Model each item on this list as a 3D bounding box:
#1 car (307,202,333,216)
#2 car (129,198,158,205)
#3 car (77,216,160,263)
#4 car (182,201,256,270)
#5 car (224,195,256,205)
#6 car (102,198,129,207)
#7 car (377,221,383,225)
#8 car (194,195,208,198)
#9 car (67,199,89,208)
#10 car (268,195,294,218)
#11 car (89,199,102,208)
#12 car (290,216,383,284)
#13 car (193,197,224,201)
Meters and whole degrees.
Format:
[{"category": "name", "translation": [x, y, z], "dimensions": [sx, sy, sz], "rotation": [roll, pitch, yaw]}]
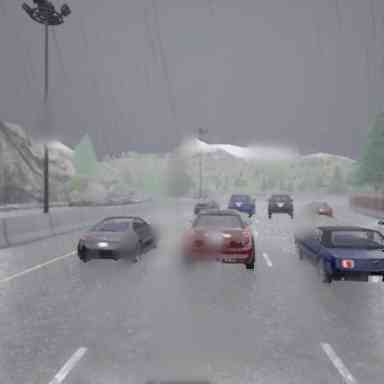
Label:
[{"category": "car", "translation": [12.101, 1.597, 31.585], "dimensions": [1.994, 1.385, 4.181], "rotation": [0, 0, 16]}, {"category": "car", "translation": [-6.092, 1.536, 44.341], "dimensions": [1.837, 1.490, 4.892], "rotation": [0, -1, 19]}, {"category": "car", "translation": [-2.472, 1.572, 12.123], "dimensions": [1.994, 1.385, 4.181], "rotation": [0, 0, 7]}, {"category": "car", "translation": [0.964, 1.361, 11.350], "dimensions": [2.097, 1.767, 4.553], "rotation": [0, 0, 6]}, {"category": "car", "translation": [4.783, 1.250, 31.501], "dimensions": [2.150, 2.045, 5.566], "rotation": [0, 0, 15]}, {"category": "car", "translation": [-9.506, 1.574, 45.326], "dimensions": [2.033, 1.411, 5.357], "rotation": [0, 0, 18]}, {"category": "car", "translation": [8.134, 1.541, 12.319], "dimensions": [1.812, 1.442, 4.674], "rotation": [0, 0, 8]}, {"category": "car", "translation": [2.391, 1.421, 85.473], "dimensions": [2.033, 1.411, 5.357], "rotation": [0, 0, 32]}, {"category": "car", "translation": [-15.874, 1.625, 48.235], "dimensions": [1.895, 1.301, 4.718], "rotation": [0, 0, 19]}, {"category": "car", "translation": [8.248, 1.252, 30.921], "dimensions": [2.150, 2.045, 5.566], "rotation": [0, 0, 15]}, {"category": "car", "translation": [-12.332, 1.591, 47.685], "dimensions": [1.994, 1.385, 4.181], "rotation": [0, 0, 19]}, {"category": "car", "translation": [4.246, 1.612, 9.459], "dimensions": [1.895, 1.301, 4.718], "rotation": [0, 0, 6]}, {"category": "car", "translation": [1.564, 1.531, 32.861], "dimensions": [1.837, 1.490, 4.892], "rotation": [0, 0, 15]}]
